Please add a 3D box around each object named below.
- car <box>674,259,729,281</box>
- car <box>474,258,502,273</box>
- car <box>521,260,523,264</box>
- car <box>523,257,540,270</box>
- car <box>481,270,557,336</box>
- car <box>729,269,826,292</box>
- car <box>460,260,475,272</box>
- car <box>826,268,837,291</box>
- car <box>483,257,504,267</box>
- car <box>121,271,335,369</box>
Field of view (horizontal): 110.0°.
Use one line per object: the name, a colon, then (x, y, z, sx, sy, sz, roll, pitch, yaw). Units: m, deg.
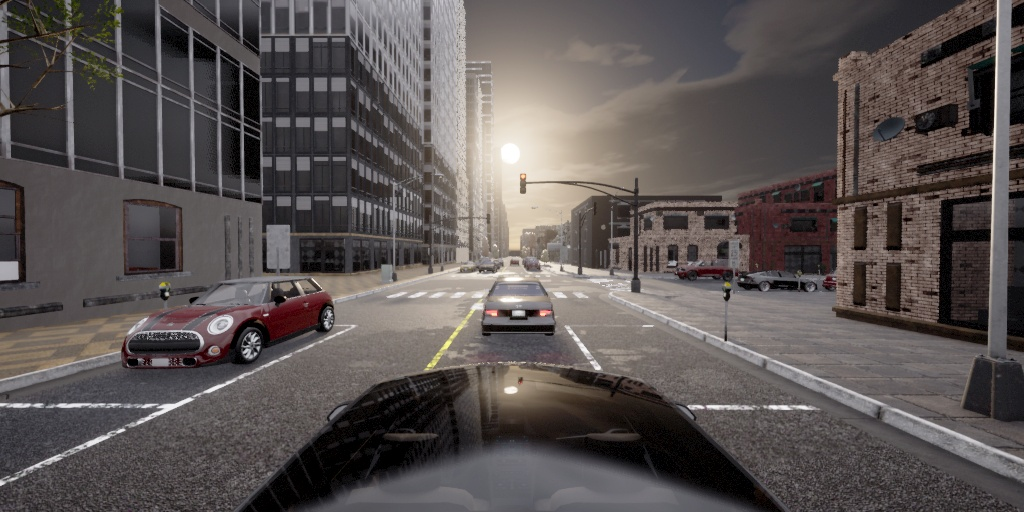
car: (16.710, 1.163, 30.879, 5.009, 1.841, 2.192, 0, 0, 1)
car: (-2.801, 1.287, 43.339, 2.033, 1.411, 5.357, 0, 0, 4)
car: (3.094, 1.051, 62.542, 2.192, 1.841, 5.009, 0, 0, 0)
car: (3.018, 1.178, 51.254, 1.967, 1.591, 4.097, 0, 0, 0)
car: (0.157, 1.295, 10.338, 2.033, 1.411, 5.357, 0, 0, 0)
car: (16.548, 1.546, 22.501, 4.313, 1.339, 1.948, 0, 0, 1)
car: (-5.539, 1.265, 45.552, 1.751, 1.417, 4.829, 0, 0, 0)
car: (22.095, 1.473, 22.393, 4.097, 1.591, 1.967, 0, 0, 1)
car: (-2.748, 1.229, 53.755, 2.128, 1.511, 4.902, 0, 0, 1)
car: (-5.654, 1.188, 7.774, 1.967, 1.591, 4.097, 0, 0, 0)
